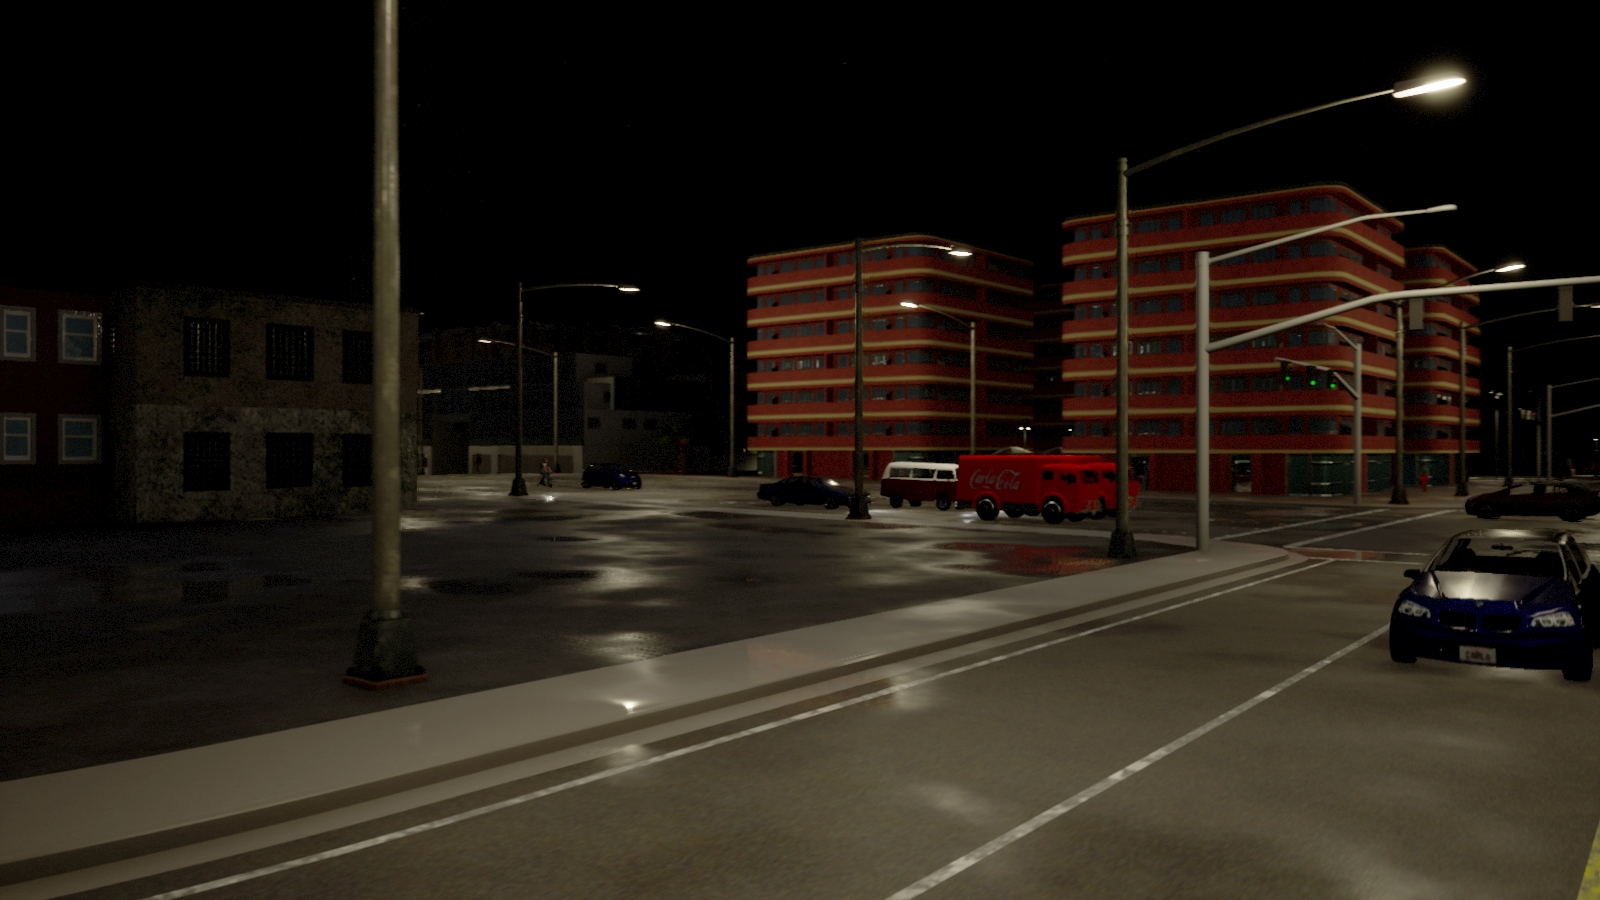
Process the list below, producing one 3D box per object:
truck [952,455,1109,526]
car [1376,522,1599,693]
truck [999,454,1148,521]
[{"bbox_3d":[8.733,1.453,43.430,5.204,2.467,2.627,1,1,39],"label":"truck"},{"bbox_3d":[9.661,1.972,15.669,2.242,1.667,4.611,0,0,39],"label":"car"},{"bbox_3d":[10.989,1.451,46.126,5.204,2.467,2.627,1,1,40],"label":"truck"}]
